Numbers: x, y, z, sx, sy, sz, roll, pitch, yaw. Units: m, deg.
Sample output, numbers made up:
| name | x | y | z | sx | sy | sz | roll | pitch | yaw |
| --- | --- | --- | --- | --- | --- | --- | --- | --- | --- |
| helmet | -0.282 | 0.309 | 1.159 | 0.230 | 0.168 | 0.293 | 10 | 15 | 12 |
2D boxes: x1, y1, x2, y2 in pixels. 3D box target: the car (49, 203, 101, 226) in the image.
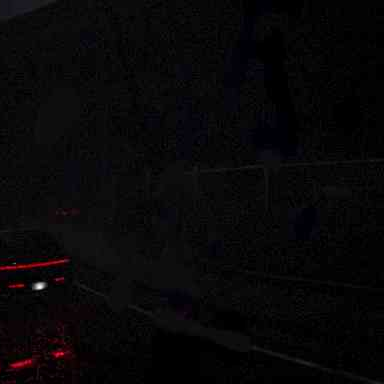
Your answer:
| name | x | y | z | sx | sy | sz | roll | pitch | yaw |
| --- | --- | --- | --- | --- | --- | --- | --- | --- | --- |
| car | -10.449 | 1.992 | 30.880 | 2.150 | 2.045 | 5.566 | 0 | -2 | 8 |

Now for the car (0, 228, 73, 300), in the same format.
| name | x | y | z | sx | sy | sz | roll | pitch | yaw |
| --- | --- | --- | --- | --- | --- | --- | --- | --- | --- |
| car | -4.682 | 1.717 | 8.670 | 1.837 | 1.490 | 4.892 | 1 | -1 | -40 |

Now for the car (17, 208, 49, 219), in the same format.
| name | x | y | z | sx | sy | sz | roll | pitch | yaw |
| --- | --- | --- | --- | --- | --- | --- | --- | --- | --- |
| car | -18.839 | 2.582 | 40.609 | 1.895 | 1.301 | 4.718 | 0 | -2 | 21 |
